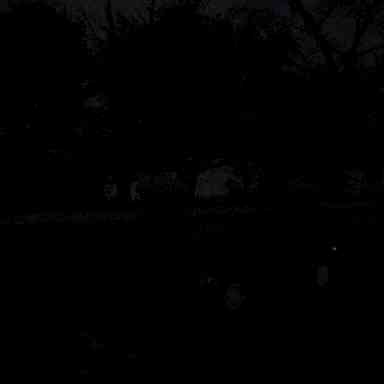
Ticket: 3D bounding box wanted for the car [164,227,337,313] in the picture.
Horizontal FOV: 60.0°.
[{"bbox_3d":[1.495,1.545,7.626,4.507,1.381,1.887,0,0,-36],"label":"car"}]
